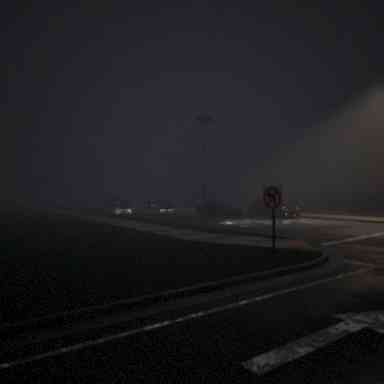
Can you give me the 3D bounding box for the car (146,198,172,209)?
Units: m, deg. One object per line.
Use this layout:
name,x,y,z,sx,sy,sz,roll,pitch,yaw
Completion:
car,-4.390,1.541,43.971,1.994,1.385,4.181,0,0,-36

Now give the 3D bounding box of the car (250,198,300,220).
car,6.910,1.331,28.418,2.097,1.767,4.553,0,0,-36

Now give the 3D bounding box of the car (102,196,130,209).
car,-10.367,1.458,46.286,1.882,1.535,5.008,0,0,-36

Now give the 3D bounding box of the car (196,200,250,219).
car,2.317,1.459,28.778,1.882,1.535,5.008,0,0,-36
